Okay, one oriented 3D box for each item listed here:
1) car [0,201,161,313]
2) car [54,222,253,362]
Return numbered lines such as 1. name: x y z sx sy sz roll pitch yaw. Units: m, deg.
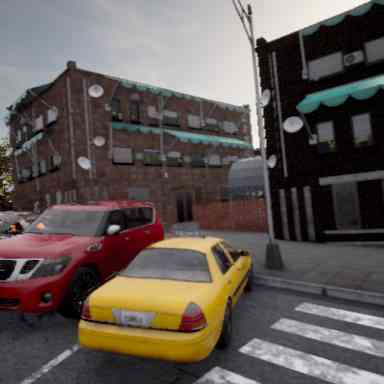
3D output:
1. car: -2.444 1.262 7.951 2.435 2.045 5.566 0 -1 16
2. car: 0.045 1.484 6.352 1.946 1.575 5.366 -1 -1 17
